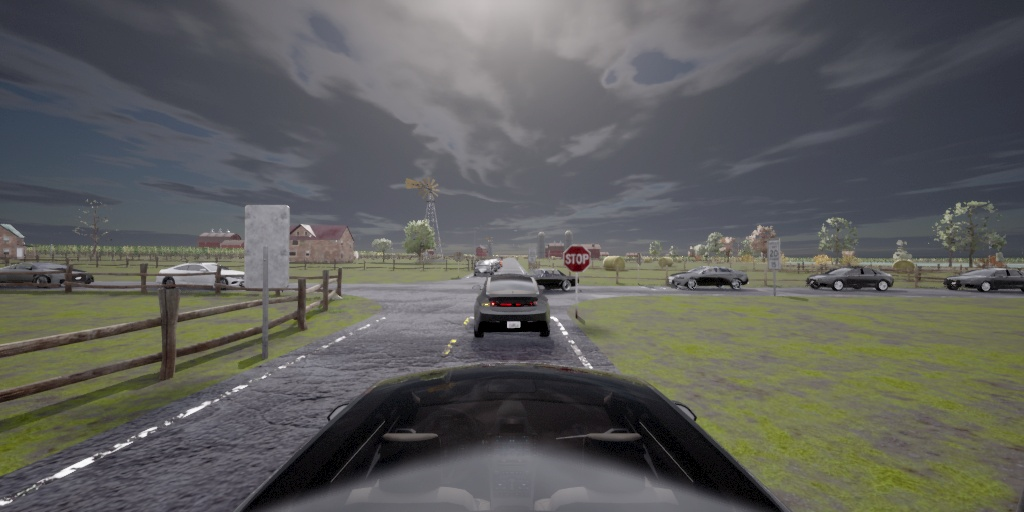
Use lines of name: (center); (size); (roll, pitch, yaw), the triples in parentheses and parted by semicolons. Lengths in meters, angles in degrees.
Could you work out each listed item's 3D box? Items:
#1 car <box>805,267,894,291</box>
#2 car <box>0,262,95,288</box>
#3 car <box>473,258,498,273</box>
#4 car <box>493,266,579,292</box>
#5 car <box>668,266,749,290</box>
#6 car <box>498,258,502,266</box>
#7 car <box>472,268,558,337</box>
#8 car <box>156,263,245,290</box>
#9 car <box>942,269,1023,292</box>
car: (22.212, 1.499, 23.692); (4.892, 1.490, 1.837); (1, -1, -1)
car: (-26.353, 1.048, 20.110); (4.181, 1.385, 1.994); (1, -1, -1)
car: (-2.838, 1.243, 36.948); (2.128, 1.511, 4.902); (0, 0, 0)
car: (1.510, 1.369, 20.305); (4.718, 1.301, 1.895); (1, 0, -35)
car: (12.811, 1.397, 23.527); (4.902, 1.511, 2.128); (1, -1, -2)
car: (-2.826, 1.241, 46.394); (2.128, 1.511, 4.902); (0, 0, 0)
car: (-0.069, 1.256, 10.260); (1.837, 1.490, 4.892); (0, 0, -3)
car: (-17.233, 1.103, 20.227); (4.674, 1.442, 1.812); (1, -1, -1)
car: (31.715, 1.587, 23.807); (4.892, 1.490, 1.837); (1, -1, -1)
